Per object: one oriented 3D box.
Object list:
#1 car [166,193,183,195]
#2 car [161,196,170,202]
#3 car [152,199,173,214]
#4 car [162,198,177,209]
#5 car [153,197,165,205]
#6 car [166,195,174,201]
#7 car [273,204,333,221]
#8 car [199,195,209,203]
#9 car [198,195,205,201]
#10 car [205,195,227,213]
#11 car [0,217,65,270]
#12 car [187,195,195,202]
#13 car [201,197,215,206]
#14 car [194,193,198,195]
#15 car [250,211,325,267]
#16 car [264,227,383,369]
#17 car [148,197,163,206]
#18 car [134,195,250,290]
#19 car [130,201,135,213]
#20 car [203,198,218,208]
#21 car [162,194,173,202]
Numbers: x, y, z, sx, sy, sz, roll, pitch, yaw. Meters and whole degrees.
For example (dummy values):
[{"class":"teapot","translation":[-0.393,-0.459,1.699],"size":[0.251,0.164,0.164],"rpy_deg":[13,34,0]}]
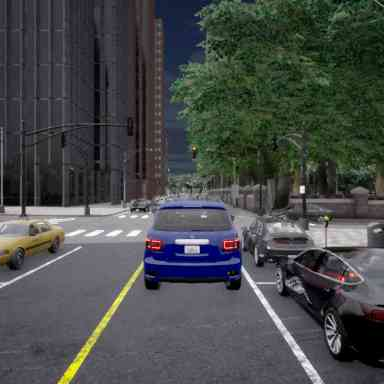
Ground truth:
[{"class":"car","translation":[-3.223,1.393,61.407],"size":[2.097,1.767,4.553],"rpy_deg":[0,0,0]},{"class":"car","translation":[-5.961,1.640,76.071],"size":[1.802,1.307,4.206],"rpy_deg":[0,0,0]},{"class":"car","translation":[-3.234,1.538,36.779],"size":[1.812,1.442,4.674],"rpy_deg":[0,0,1]},{"class":"car","translation":[-3.220,1.550,47.826],"size":[1.812,1.442,4.674],"rpy_deg":[0,0,0]},{"class":"car","translation":[-5.918,1.620,59.699],"size":[1.802,1.307,4.206],"rpy_deg":[0,0,0]},{"class":"car","translation":[-6.004,1.626,92.442],"size":[1.887,1.381,4.507],"rpy_deg":[0,0,0]},{"class":"car","translation":[8.599,1.710,26.417],"size":[4.892,1.490,1.837],"rpy_deg":[1,0,5]},{"class":"car","translation":[2.578,1.491,70.642],"size":[1.967,1.590,4.097],"rpy_deg":[0,0,0]},{"class":"car","translation":[2.535,1.598,87.181],"size":[1.752,1.417,4.829],"rpy_deg":[0,0,0]},{"class":"car","translation":[2.664,1.328,37.903],"size":[2.192,1.841,5.009],"rpy_deg":[0,0,0]},{"class":"car","translation":[-5.790,1.526,11.037],"size":[1.752,1.417,4.829],"rpy_deg":[0,0,0]},{"class":"car","translation":[-0.206,1.561,78.847],"size":[1.837,1.490,4.892],"rpy_deg":[0,0,0]},{"class":"car","translation":[2.621,1.582,54.272],"size":[2.008,1.369,4.403],"rpy_deg":[0,0,0]},{"class":"car","translation":[-0.074,1.537,67.200],"size":[2.128,1.511,4.902],"rpy_deg":[0,0,0]},{"class":"car","translation":[2.734,1.551,11.238],"size":[2.008,1.369,4.403],"rpy_deg":[0,0,0]},{"class":"car","translation":[2.749,1.566,5.725],"size":[1.947,1.339,4.313],"rpy_deg":[0,0,0]},{"class":"car","translation":[-5.904,1.582,54.242],"size":[2.008,1.369,4.403],"rpy_deg":[0,0,0]},{"class":"car","translation":[0.050,1.222,9.218],"size":[2.150,2.045,5.566],"rpy_deg":[0,0,1]},{"class":"car","translation":[-5.861,1.579,37.872],"size":[1.947,1.339,4.313],"rpy_deg":[0,0,0]},{"class":"car","translation":[2.635,1.591,48.816],"size":[1.947,1.339,4.313],"rpy_deg":[0,0,0]},{"class":"car","translation":[-5.975,1.380,81.528],"size":[2.192,1.841,5.009],"rpy_deg":[0,0,0]}]
